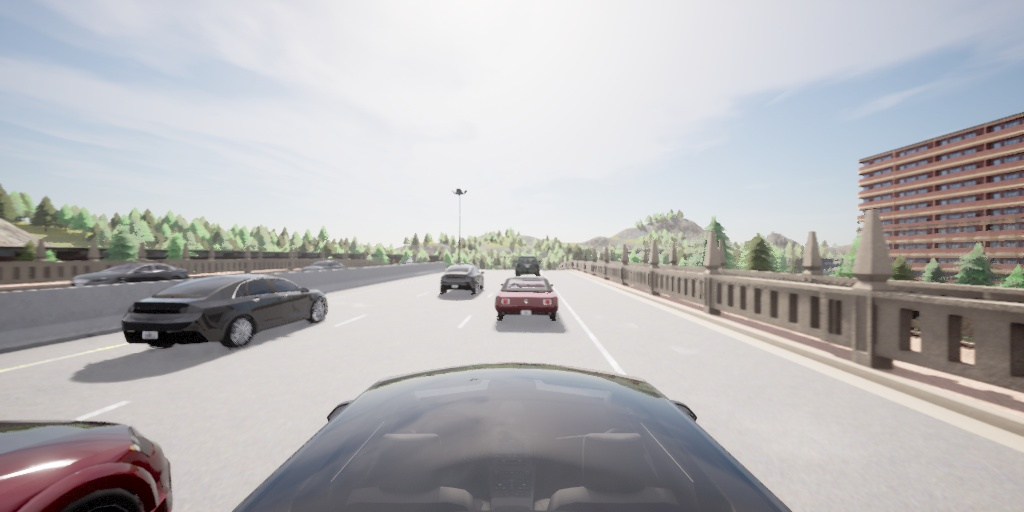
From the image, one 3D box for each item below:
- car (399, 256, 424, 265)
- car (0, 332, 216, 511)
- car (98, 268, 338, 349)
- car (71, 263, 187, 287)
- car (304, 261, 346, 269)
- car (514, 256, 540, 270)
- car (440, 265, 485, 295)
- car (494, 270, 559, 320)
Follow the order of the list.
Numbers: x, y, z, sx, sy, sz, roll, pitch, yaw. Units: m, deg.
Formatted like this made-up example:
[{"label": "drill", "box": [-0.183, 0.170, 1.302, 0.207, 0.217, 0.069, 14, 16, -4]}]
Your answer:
[{"label": "car", "box": [-12.209, 0.800, 43.851, 1.837, 1.490, 4.892, 0, 0, 3]}, {"label": "car", "box": [-3.291, 1.297, 0.672, 1.994, 1.385, 4.181, 0, 0, 0]}, {"label": "car", "box": [-6.610, 1.220, 9.053, 1.837, 1.490, 4.892, 0, 0, 2]}, {"label": "car", "box": [-20.370, 1.136, 19.422, 2.128, 1.511, 4.902, 0, 0, 3]}, {"label": "car", "box": [-16.300, 1.171, 31.183, 1.837, 1.490, 4.892, 0, -1, 3]}, {"label": "car", "box": [1.408, 0.978, 32.755, 2.150, 2.045, 5.566, 0, 0, 3]}, {"label": "car", "box": [-2.667, 1.240, 19.856, 1.837, 1.490, 4.892, 0, 0, 2]}, {"label": "car", "box": [0.512, 1.353, 12.593, 1.895, 1.301, 4.718, 0, 0, 2]}]
